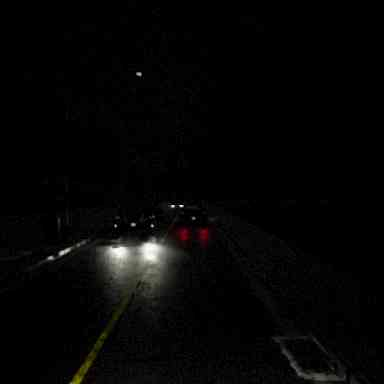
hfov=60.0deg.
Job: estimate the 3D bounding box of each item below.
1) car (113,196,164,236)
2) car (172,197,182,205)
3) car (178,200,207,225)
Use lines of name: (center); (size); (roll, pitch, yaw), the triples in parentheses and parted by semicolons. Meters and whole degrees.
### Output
car: (-2.852, 1.233, 18.926); (2.150, 2.045, 5.566); (0, 0, 0)
car: (-2.760, 1.769, 63.736); (1.882, 1.535, 5.008); (0, -1, 0)
car: (0.095, 1.546, 24.209); (1.812, 1.442, 4.674); (0, 0, 0)
